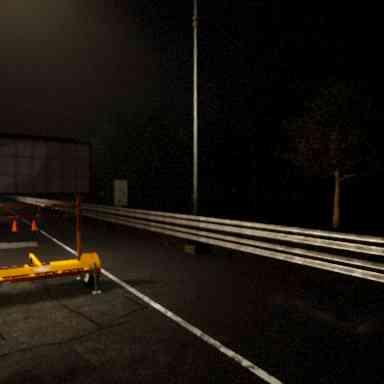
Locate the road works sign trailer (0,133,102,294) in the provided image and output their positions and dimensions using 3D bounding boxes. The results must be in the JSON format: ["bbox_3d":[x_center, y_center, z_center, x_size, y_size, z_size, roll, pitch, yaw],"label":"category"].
[{"bbox_3d":[-3.697,0.466,8.014,2.380,3.560,2.880,0,0,-32],"label":"road works sign trailer"}]
